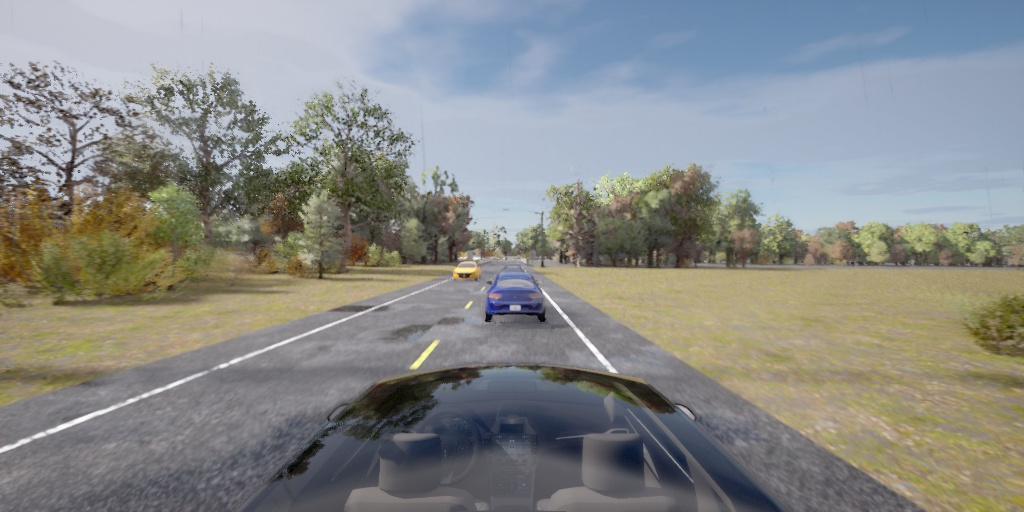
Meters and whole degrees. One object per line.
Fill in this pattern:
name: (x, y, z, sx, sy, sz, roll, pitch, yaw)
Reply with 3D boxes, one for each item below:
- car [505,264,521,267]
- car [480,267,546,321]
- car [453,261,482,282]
car: (0.083, 1.310, 28.247, 1.994, 1.385, 4.181, 0, 0, 0)
car: (0.094, 1.275, 12.259, 1.812, 1.442, 4.674, 0, 0, 0)
car: (-3.609, 1.227, 29.613, 1.882, 1.535, 5.008, 0, 0, 0)
